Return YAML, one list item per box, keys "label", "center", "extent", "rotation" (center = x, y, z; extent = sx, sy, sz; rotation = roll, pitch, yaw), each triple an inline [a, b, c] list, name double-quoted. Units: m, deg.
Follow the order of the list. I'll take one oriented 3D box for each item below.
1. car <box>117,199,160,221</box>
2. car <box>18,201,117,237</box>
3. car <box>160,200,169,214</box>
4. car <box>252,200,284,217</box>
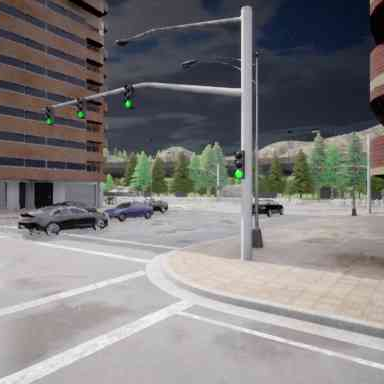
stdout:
- label: "car"
  center: [-5.059, 1.526, 27.060]
  extent: [1.812, 1.442, 4.674]
  rotation: [0, 0, 36]
- label: "car"
  center: [-6.864, 1.491, 18.268]
  extent: [2.128, 1.511, 4.902]
  rotation: [0, 0, 36]
- label: "car"
  center: [-4.431, 1.492, 33.860]
  extent: [2.128, 1.511, 4.902]
  rotation: [0, 0, 36]
- label: "car"
  center: [7.151, 1.478, 31.720]
  extent: [1.882, 1.535, 5.008]
  rotation: [0, 0, 36]
